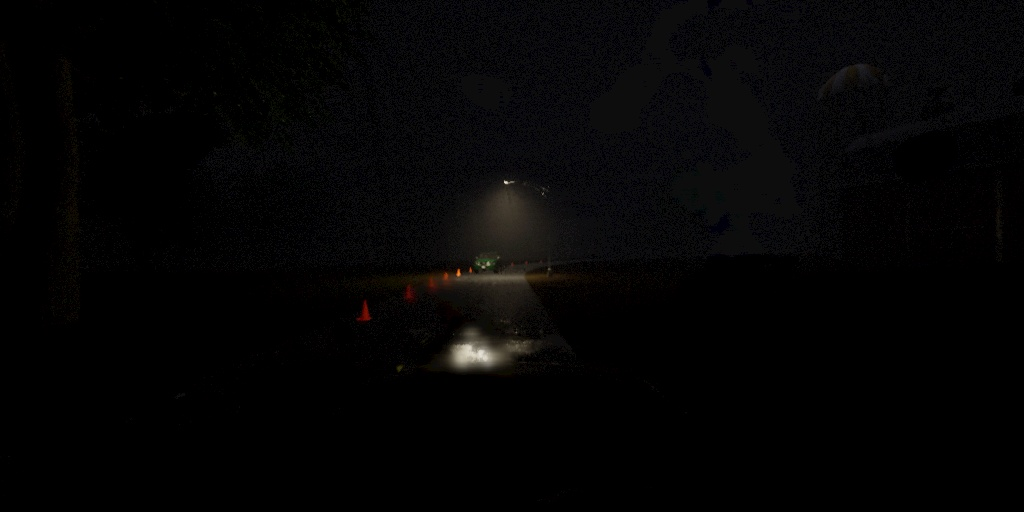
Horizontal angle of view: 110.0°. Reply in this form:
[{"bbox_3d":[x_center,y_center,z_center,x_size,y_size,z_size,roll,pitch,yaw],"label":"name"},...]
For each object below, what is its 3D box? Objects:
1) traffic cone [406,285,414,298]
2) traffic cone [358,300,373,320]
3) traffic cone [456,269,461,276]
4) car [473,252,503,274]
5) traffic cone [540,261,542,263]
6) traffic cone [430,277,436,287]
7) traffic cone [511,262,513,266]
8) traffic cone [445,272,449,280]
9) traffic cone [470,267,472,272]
[{"bbox_3d":[-4.572,1.580,16.009,0.340,0.580,0.340,0,0,-1],"label":"traffic cone"},{"bbox_3d":[-4.507,1.637,11.010,0.340,0.580,0.340,0,0,-1],"label":"traffic cone"},{"bbox_3d":[-4.637,1.407,31.169,0.340,0.580,0.340,0,0,3],"label":"traffic cone"},{"bbox_3d":[-2.227,0.617,34.979,2.150,2.045,5.566,0,1,7],"label":"car"},{"bbox_3d":[4.908,0.807,60.590,0.340,0.580,0.340,0,0,33],"label":"traffic cone"},{"bbox_3d":[-4.637,1.523,21.008,0.340,0.580,0.340,0,0,-1],"label":"traffic cone"},{"bbox_3d":[0.030,1.063,51.388,0.340,0.580,0.340,0,0,23],"label":"traffic cone"},{"bbox_3d":[-4.701,1.466,26.007,0.340,0.580,0.340,0,0,-1],"label":"traffic cone"},{"bbox_3d":[-4.135,1.343,36.356,0.340,0.580,0.340,0,0,8],"label":"traffic cone"}]
